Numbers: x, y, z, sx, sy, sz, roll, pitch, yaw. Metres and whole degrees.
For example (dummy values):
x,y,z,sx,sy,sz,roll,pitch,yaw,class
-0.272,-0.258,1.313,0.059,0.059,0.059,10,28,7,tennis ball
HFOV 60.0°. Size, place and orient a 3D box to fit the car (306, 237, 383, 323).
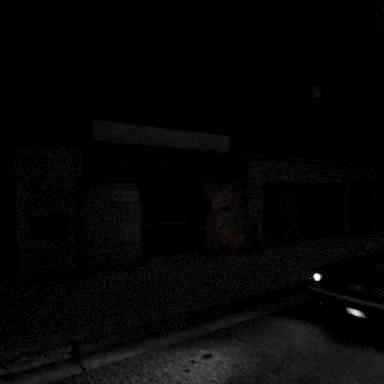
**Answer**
x,y,z,sx,sy,sz,roll,pitch,yaw,class
4.347,1.557,6.477,4.718,1.301,1.895,0,0,-35,car
